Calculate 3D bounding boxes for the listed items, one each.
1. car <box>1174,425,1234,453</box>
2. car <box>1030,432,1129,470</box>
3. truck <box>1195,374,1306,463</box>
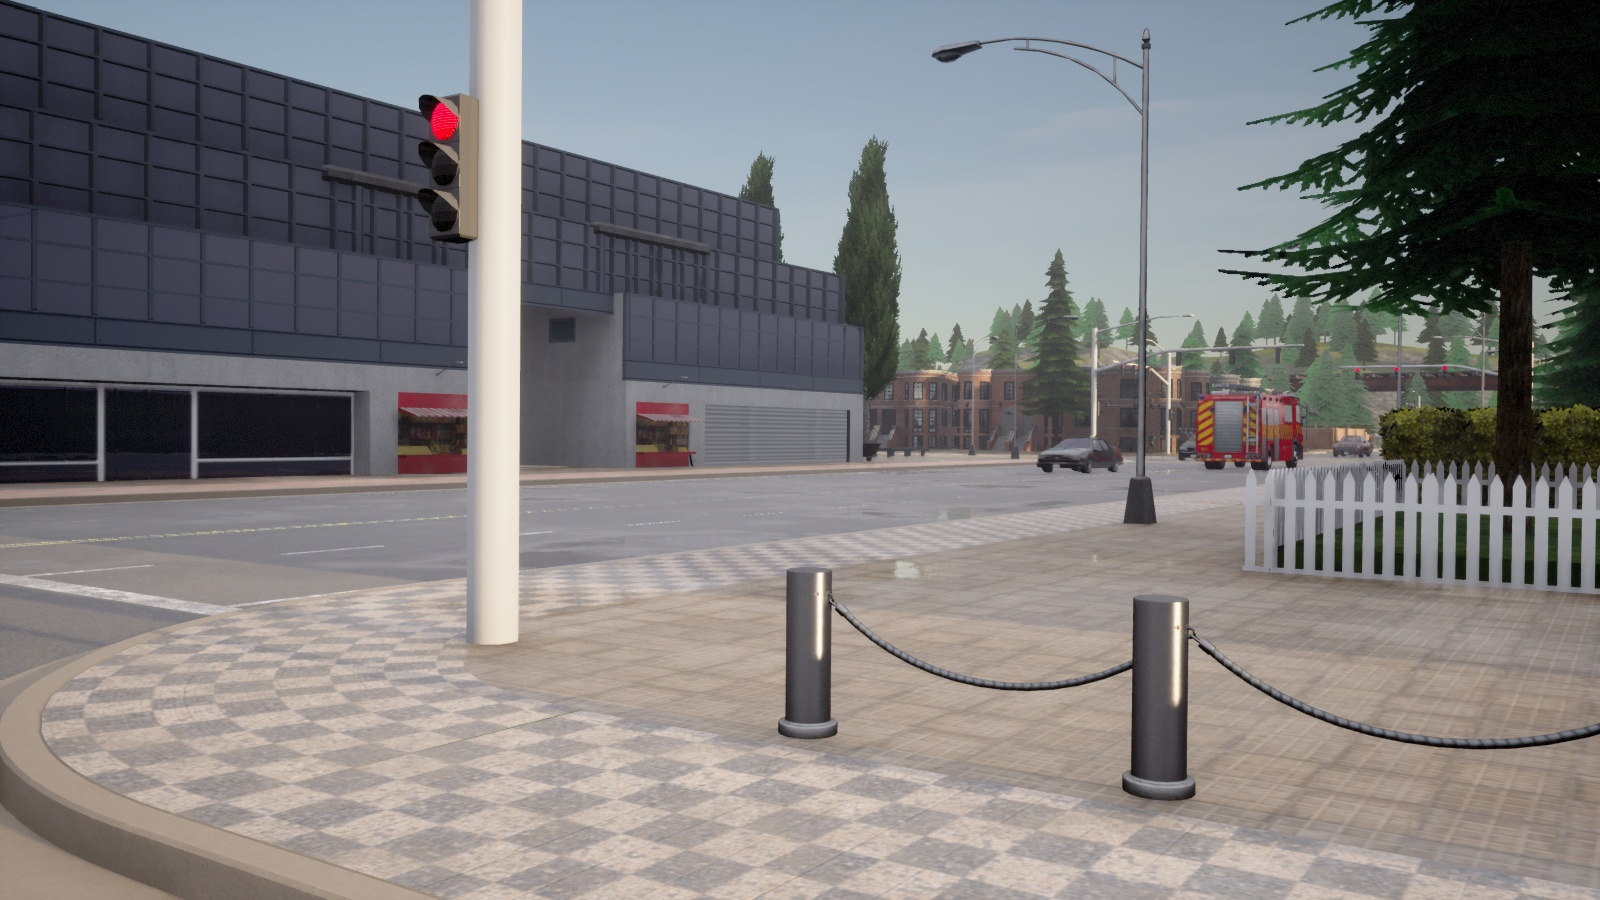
[{"bbox_3d":[24.546,-0.687,76.224,2.242,1.667,4.611,0,1,34],"label":"car"},{"bbox_3d":[11.192,-0.004,49.938,2.033,1.411,5.357,0,1,34],"label":"car"},{"bbox_3d":[21.085,-1.422,58.443,2.891,3.827,8.468,0,1,34],"label":"truck"}]
